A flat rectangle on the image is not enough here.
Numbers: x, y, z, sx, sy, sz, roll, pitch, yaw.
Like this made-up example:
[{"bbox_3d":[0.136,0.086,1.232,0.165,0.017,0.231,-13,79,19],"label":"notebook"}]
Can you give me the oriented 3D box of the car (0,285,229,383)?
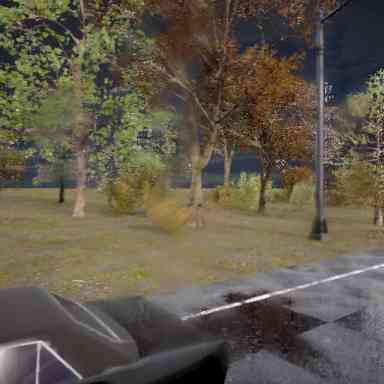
[{"bbox_3d":[-2.060,1.602,2.523,4.718,1.301,1.895,0,0,-36],"label":"car"}]
